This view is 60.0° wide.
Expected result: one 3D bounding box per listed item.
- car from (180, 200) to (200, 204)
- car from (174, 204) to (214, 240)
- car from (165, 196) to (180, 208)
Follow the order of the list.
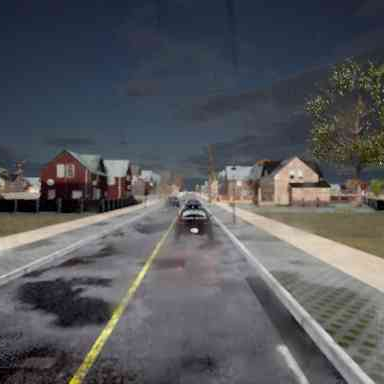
[{"bbox_3d":[0.110,1.567,35.863,2.033,1.411,5.357,0,0,0],"label":"car"},{"bbox_3d":[0.108,1.539,17.005,1.812,1.442,4.674,0,0,0],"label":"car"},{"bbox_3d":[-2.736,1.380,47.539,2.097,1.767,4.553,0,0,0],"label":"car"}]
